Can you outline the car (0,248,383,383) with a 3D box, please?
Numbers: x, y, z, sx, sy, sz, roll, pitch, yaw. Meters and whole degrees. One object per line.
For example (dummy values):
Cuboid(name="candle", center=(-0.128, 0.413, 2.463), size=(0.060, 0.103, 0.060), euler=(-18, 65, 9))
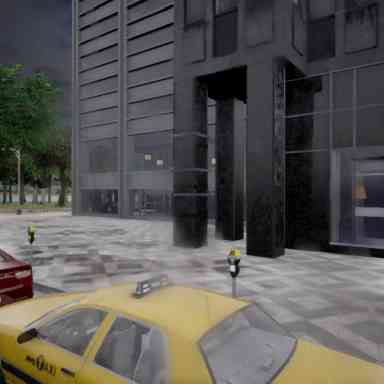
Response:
Cuboid(name="car", center=(-0.591, 1.525, 3.384), size=(4.829, 1.417, 1.752), euler=(0, 0, 36))
